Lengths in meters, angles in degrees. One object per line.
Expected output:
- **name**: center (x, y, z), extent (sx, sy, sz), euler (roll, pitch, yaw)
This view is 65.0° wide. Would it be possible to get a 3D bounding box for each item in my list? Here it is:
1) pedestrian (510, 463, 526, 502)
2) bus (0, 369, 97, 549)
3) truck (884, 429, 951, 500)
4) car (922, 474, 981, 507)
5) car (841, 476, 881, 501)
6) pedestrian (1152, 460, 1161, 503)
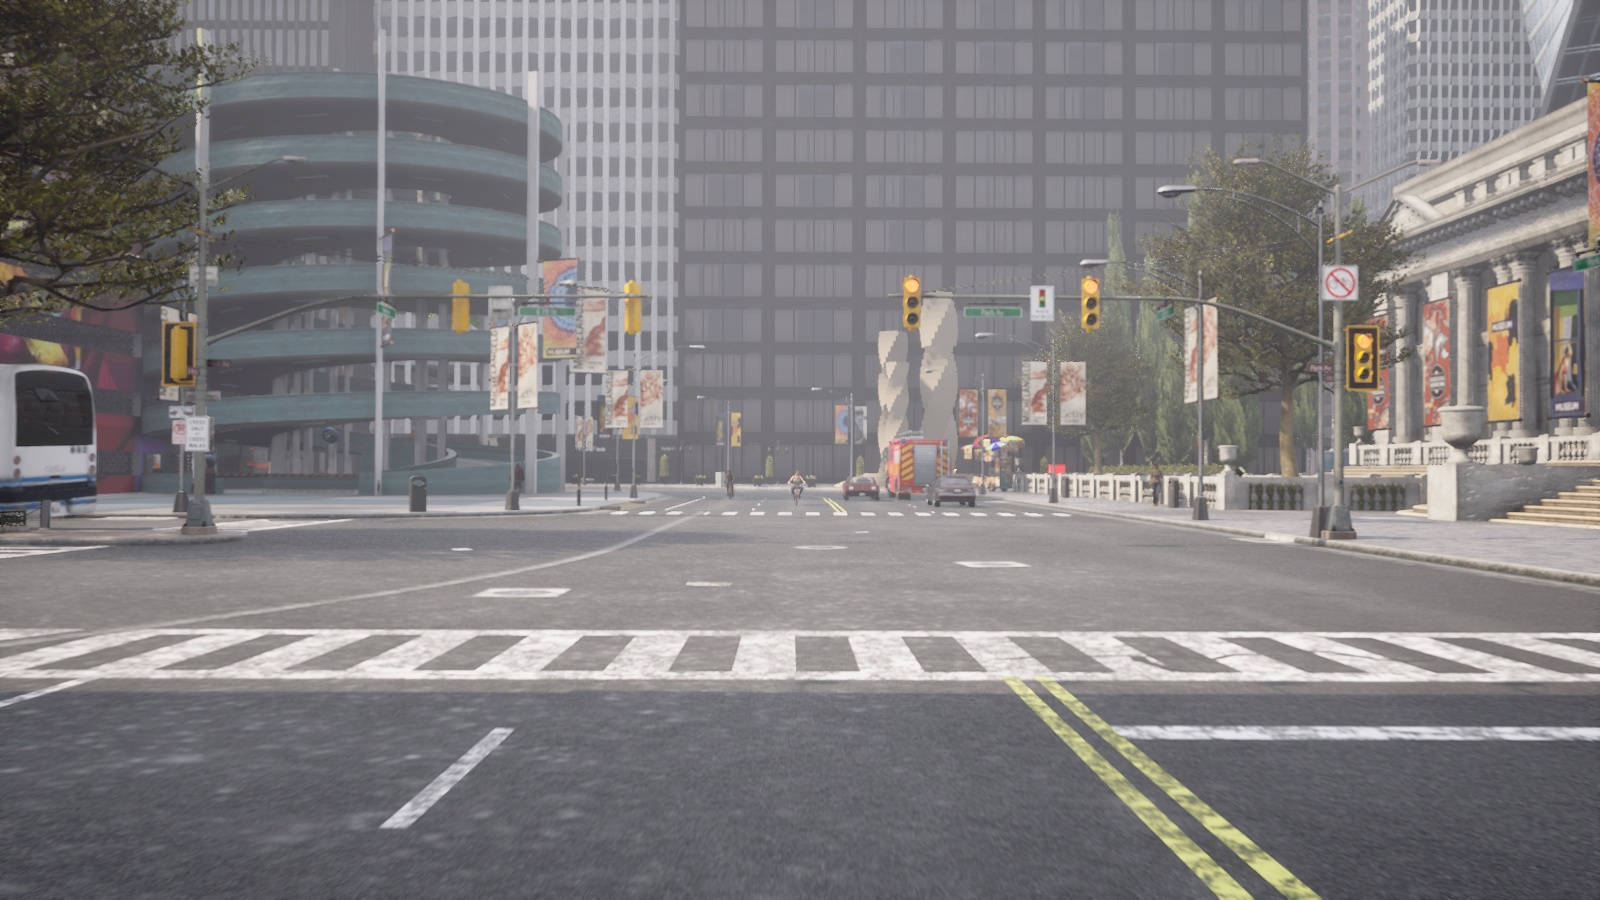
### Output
- **pedestrian**: center (-13.332, 1.543, 59.367), extent (0.634, 1.844, 0.899), euler (0, -1, -3)
- **bus**: center (-23.809, 0.076, 31.578), extent (10.273, 4.253, 3.944), euler (1, 1, 6)
- **truck**: center (6.709, 0.870, 72.711), extent (2.891, 3.827, 8.468), euler (0, -1, -1)
- **car**: center (6.859, 1.818, 57.350), extent (2.033, 1.411, 5.357), euler (0, -1, 0)
- **car**: center (3.289, 2.077, 68.526), extent (1.895, 1.301, 4.718), euler (0, -1, 0)
- **pedestrian**: center (14.807, 1.307, 52.195), extent (0.328, 1.805, 0.869), euler (-1, -1, 16)
